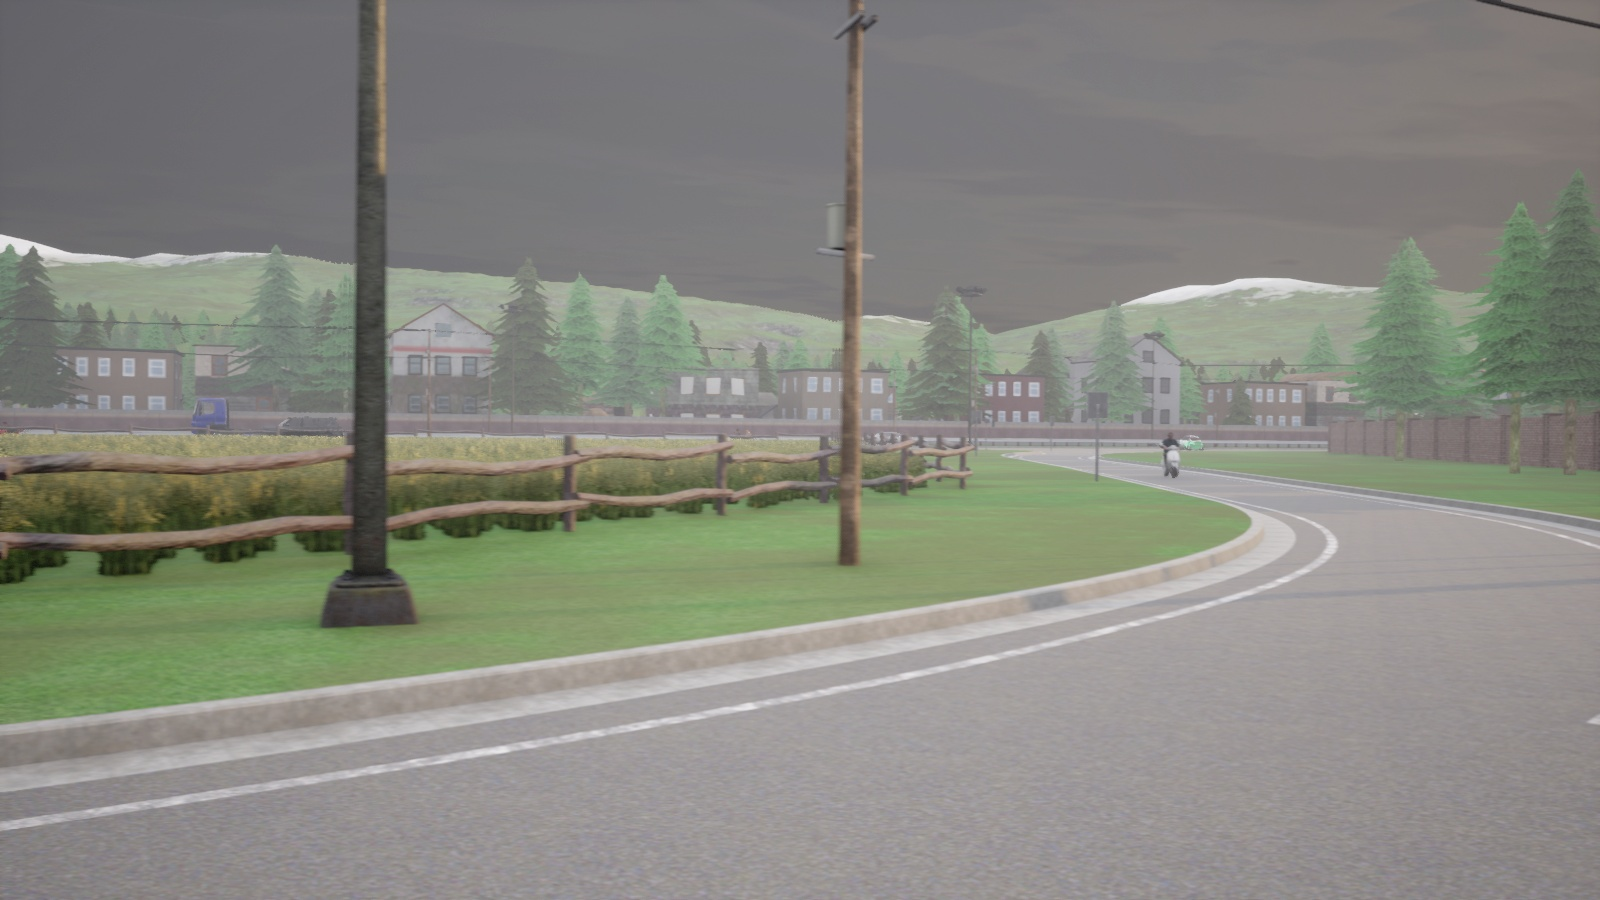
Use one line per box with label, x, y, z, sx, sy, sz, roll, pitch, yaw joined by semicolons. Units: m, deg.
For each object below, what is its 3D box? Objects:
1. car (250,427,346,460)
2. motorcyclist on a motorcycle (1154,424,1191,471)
car;-33.111;-0.473;82.847;5.566;2.045;2.150;-1;1;-31
motorcyclist on a motorcycle;12.909;-0.098;43.592;0.866;1.590;1.817;-1;1;4
